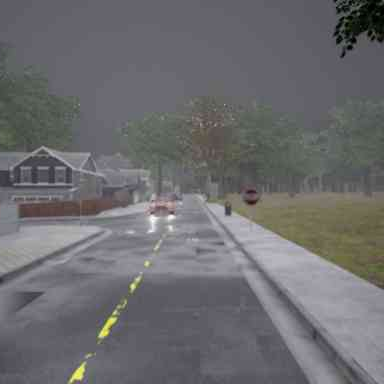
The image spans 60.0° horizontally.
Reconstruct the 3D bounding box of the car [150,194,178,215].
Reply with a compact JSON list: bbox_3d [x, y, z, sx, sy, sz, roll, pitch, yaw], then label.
[{"bbox_3d":[-2.751,1.166,31.812,2.097,1.767,4.553,0,0,0],"label":"car"}]

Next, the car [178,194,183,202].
[{"bbox_3d":[-2.756,1.150,64.275,1.994,1.385,4.181,0,0,0],"label":"car"}]
